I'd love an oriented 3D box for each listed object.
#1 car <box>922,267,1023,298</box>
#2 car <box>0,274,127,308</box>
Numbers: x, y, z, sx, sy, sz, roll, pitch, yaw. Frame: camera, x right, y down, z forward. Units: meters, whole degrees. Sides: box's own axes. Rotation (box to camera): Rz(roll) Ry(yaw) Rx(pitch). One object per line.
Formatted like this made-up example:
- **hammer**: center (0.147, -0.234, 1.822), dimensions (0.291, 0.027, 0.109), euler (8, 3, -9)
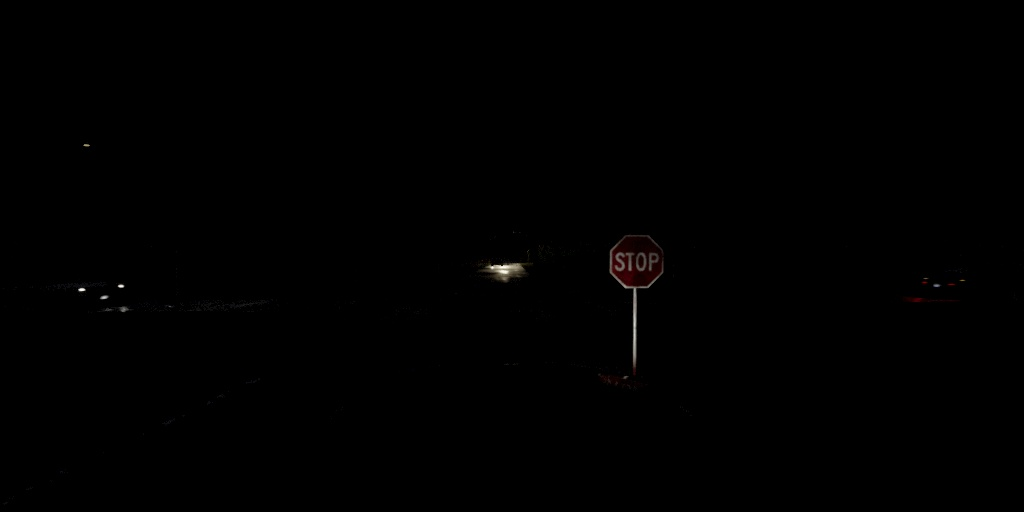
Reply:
- **car**: center (23.296, 1.253, 18.039), dimensions (4.674, 1.442, 1.812), euler (0, 1, -7)
- **car**: center (-18.977, 1.392, 14.672), dimensions (4.718, 1.301, 1.895), euler (0, 1, -2)
